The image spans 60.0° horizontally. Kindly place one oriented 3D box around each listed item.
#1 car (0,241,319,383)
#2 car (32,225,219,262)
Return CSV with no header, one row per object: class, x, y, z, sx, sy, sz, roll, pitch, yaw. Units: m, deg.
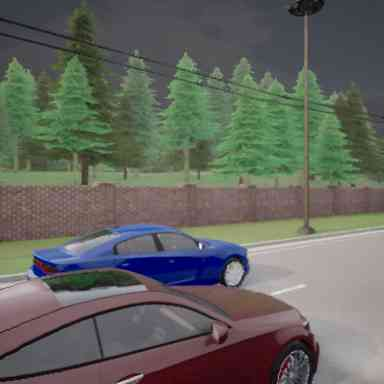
car,-0.732,1.523,3.242,4.674,1.442,1.812,0,0,-36
car,-0.886,1.469,7.414,5.008,1.535,1.882,0,0,-36
